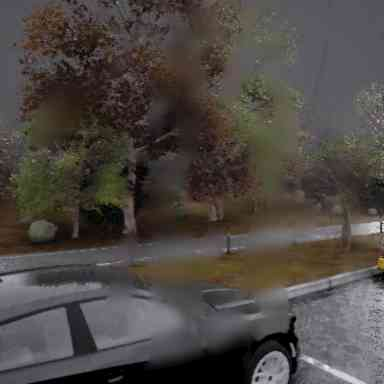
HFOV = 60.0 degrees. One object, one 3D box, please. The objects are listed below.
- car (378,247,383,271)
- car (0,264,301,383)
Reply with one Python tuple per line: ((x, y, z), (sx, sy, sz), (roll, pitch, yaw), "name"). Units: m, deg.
((7.319, 1.562, 9.262), (5.366, 1.575, 1.946), (0, 0, -33), "car")
((-1.034, 1.507, 3.317), (5.008, 1.535, 2.097), (0, 0, -33), "car")
